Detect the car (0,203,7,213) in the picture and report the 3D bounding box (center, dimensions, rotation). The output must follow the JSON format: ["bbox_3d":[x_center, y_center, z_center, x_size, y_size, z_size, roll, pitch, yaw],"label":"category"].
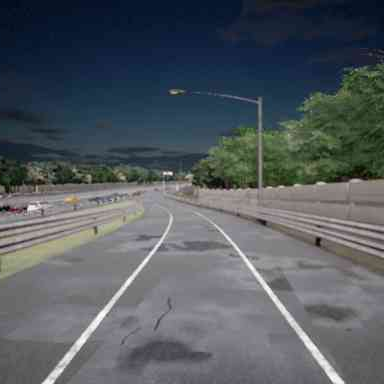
[{"bbox_3d":[-33.890,2.806,60.466,1.882,1.535,5.008,0,3,8],"label":"car"}]

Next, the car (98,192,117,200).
[{"bbox_3d":[-22.701,1.517,89.549,2.097,1.767,4.553,0,2,8],"label":"car"}]

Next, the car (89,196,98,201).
[{"bbox_3d":[-26.162,1.697,90.077,1.994,1.385,4.181,0,2,8],"label":"car"}]

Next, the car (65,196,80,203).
[{"bbox_3d":[-30.423,1.841,84.948,1.882,1.535,5.008,0,2,8],"label":"car"}]

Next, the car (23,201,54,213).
[{"bbox_3d":[-26.956,2.554,59.497,2.150,2.045,5.566,0,2,8],"label":"car"}]

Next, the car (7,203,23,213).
[{"bbox_3d":[-30.429,2.700,59.940,2.097,1.767,4.553,0,3,8],"label":"car"}]
